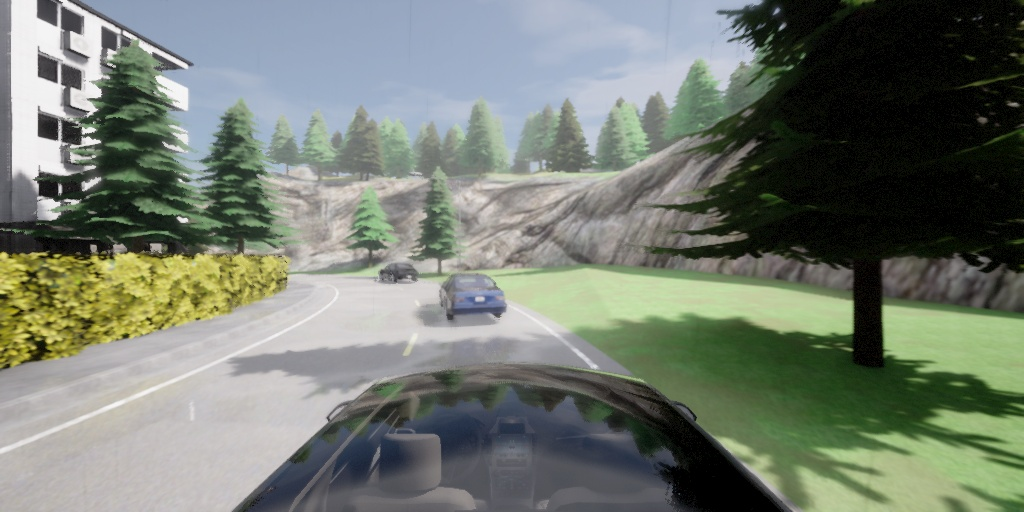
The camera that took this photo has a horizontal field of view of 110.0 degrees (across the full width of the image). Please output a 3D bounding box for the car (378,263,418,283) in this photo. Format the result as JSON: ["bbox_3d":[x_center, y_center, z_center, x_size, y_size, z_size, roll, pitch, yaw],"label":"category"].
[{"bbox_3d":[-9.159,1.301,28.705,1.837,1.490,4.892,0,0,-38],"label":"car"}]

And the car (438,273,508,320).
[{"bbox_3d":[-1.556,1.304,12.869,2.033,1.411,5.357,0,0,-15],"label":"car"}]
